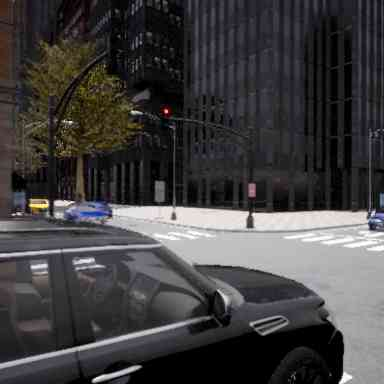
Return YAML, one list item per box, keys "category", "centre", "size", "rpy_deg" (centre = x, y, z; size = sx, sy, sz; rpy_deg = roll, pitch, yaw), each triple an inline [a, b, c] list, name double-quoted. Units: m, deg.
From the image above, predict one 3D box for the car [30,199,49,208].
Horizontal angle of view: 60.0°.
- category: "car"
  centre: [-15.802, 1.487, 34.179]
  size: [1.882, 1.535, 5.008]
  rpy_deg: [0, 0, -36]

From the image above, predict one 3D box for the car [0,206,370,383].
- category: "car"
  centre: [-1.105, 1.224, 2.649]
  size: [5.566, 2.045, 2.150]
  rpy_deg: [0, 0, -36]

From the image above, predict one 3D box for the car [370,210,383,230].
- category: "car"
  centre: [12.964, 1.639, 20.920]
  size: [4.674, 1.442, 1.812]
  rpy_deg: [0, 0, -36]

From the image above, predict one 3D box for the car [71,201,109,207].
- category: "car"
  centre: [-7.204, 1.549, 22.286]
  size: [1.812, 1.442, 4.674]
  rpy_deg: [0, 0, -36]

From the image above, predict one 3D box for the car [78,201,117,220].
- category: "car"
  centre: [-8.506, 1.557, 29.554]
  size: [1.812, 1.442, 4.674]
  rpy_deg: [0, 0, -36]
